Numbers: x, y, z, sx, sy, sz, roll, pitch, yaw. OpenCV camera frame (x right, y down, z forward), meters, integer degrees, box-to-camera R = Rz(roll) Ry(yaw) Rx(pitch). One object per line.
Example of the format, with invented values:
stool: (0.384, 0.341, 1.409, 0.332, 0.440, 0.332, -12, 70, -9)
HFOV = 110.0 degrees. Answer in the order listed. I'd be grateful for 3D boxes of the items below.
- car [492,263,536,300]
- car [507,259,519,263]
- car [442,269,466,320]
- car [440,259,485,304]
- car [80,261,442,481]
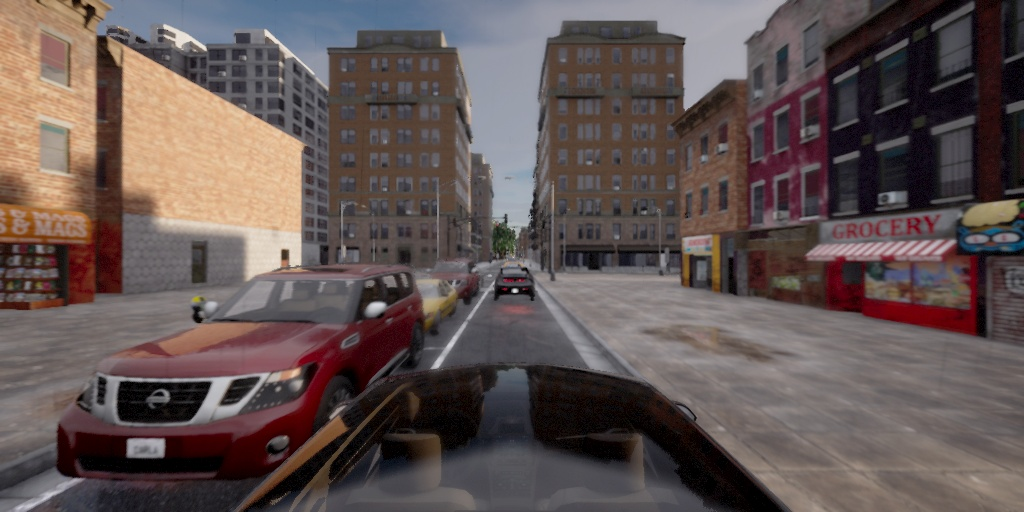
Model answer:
car: (0.103, 1.245, 17.534, 1.837, 1.490, 4.892, 0, -1, -1)
car: (0.095, 1.217, 28.588, 1.882, 1.535, 5.008, 0, 0, 0)
car: (-2.635, 1.269, 10.538, 1.751, 1.417, 4.829, 0, 0, 0)
car: (-2.635, 1.057, 16.322, 2.192, 1.841, 5.009, 0, 0, 0)
car: (-2.636, 1.062, 5.095, 2.192, 1.841, 5.009, 0, 0, 0)
